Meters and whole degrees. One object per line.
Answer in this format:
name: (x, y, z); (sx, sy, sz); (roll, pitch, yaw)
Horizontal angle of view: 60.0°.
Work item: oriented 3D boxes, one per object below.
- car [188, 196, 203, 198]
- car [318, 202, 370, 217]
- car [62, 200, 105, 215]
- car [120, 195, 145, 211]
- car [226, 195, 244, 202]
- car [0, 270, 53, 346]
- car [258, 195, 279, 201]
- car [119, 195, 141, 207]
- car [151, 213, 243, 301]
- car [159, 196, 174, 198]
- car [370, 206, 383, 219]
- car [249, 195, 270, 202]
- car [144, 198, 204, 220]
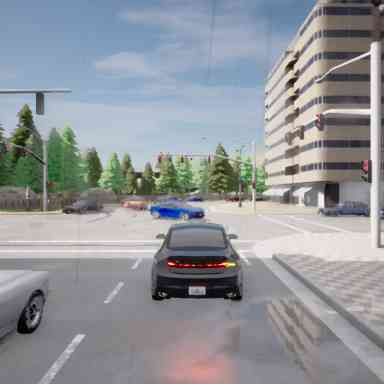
car: (0.395, 1.478, 69.910); (1.882, 1.535, 5.008); (0, 0, 34)
car: (14.619, 1.603, 30.987); (5.357, 1.411, 2.033); (0, 0, 0)
car: (-11.347, 1.571, 35.215); (2.033, 1.411, 5.357); (0, 1, 17)
car: (-6.888, 1.352, 40.638); (2.097, 1.767, 4.553); (0, 0, 2)
car: (9.753, 1.478, 75.037); (5.008, 1.535, 1.882); (0, 0, -41)
car: (-3.424, 1.601, 3.805); (1.895, 1.301, 4.718); (0, 0, 0)
car: (18.554, 1.500, 80.548); (4.892, 1.490, 1.837); (0, 0, -22)
car: (-9.671, 1.352, 52.391); (2.097, 1.767, 4.553); (0, 0, 8)
car: (0.121, 1.505, 8.324); (1.837, 1.490, 4.892); (0, 0, 1)
car: (-5.175, 1.564, 57.656); (1.994, 1.385, 4.181); (0, 0, 17)
car: (17.713, 1.581, 27.475); (4.674, 1.442, 1.812); (0, 0, 0)
car: (15.227, 1.595, 74.763); (4.718, 1.301, 1.895); (0, 0, -33)
car: (-1.269, 1.496, 27.111); (5.008, 1.535, 1.882); (0, 1, 40)
